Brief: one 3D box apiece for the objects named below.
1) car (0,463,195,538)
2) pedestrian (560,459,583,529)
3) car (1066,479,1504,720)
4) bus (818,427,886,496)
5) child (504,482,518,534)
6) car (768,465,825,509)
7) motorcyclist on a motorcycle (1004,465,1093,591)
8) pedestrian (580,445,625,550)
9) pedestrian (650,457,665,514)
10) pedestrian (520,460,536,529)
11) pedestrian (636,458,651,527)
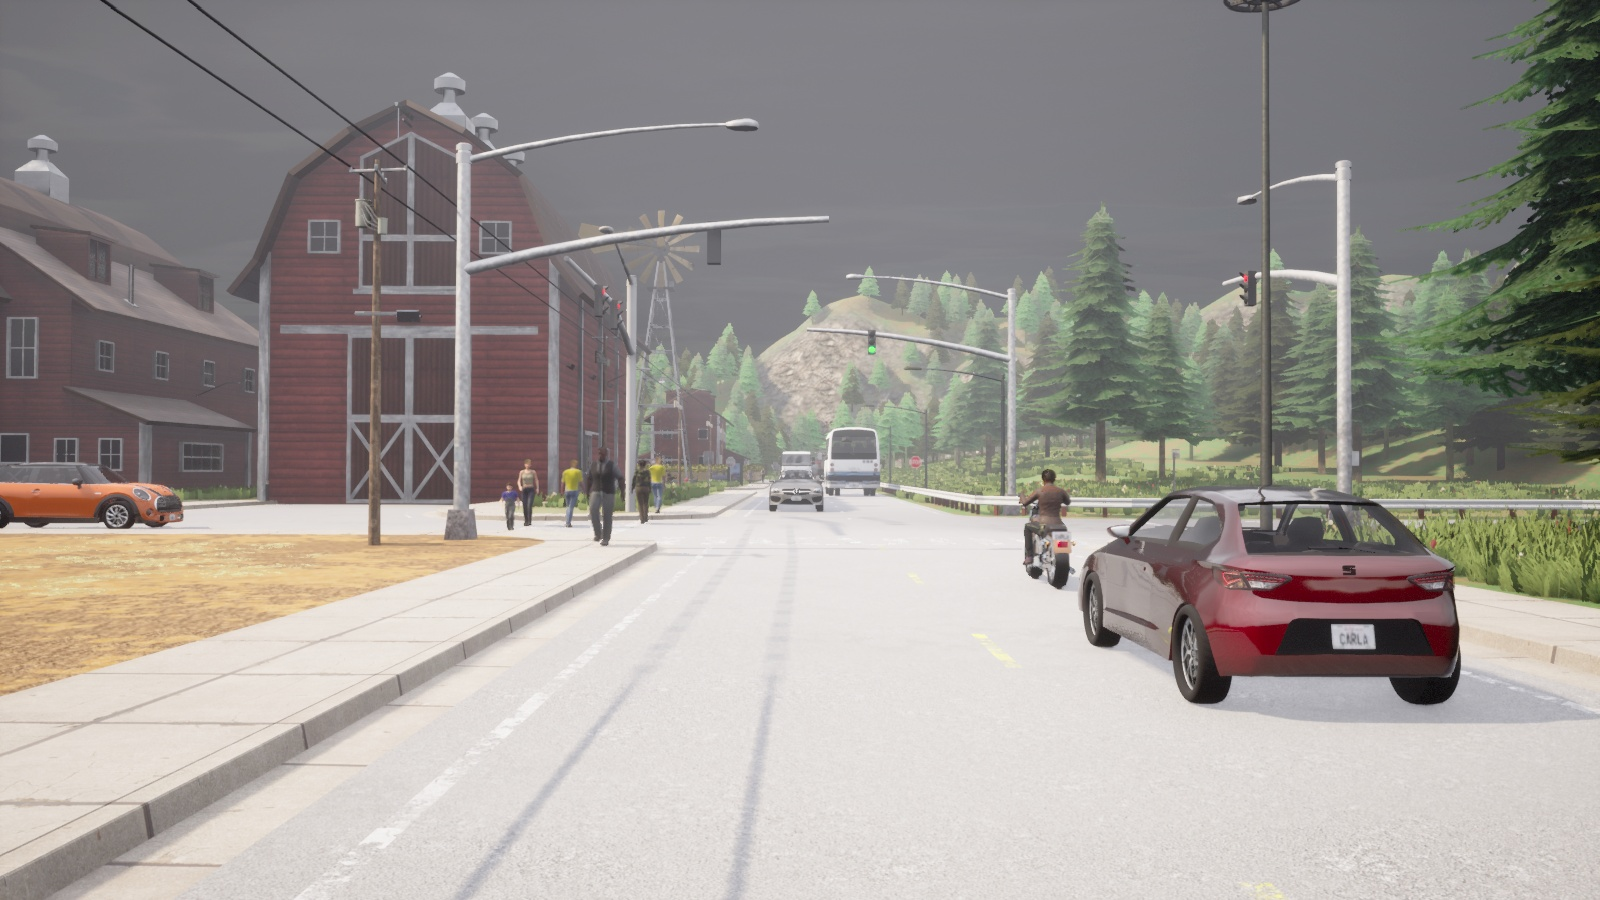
[{"bbox_3d":[-17.865,1.238,31.313,4.553,1.767,2.097,0,-1,-1],"label":"car"},{"bbox_3d":[-6.071,1.173,33.360,0.354,1.836,0.706,0,-1,11],"label":"pedestrian"},{"bbox_3d":[3.474,0.981,9.943,1.816,1.474,4.193,0,-1,0],"label":"car"},{"bbox_3d":[3.285,0.800,82.106,3.944,4.253,10.273,0,-1,0],"label":"bus"},{"bbox_3d":[-7.068,1.412,30.691,0.270,1.263,0.437,0,-1,-5],"label":"child"},{"bbox_3d":[-0.129,1.433,50.104,2.152,1.651,5.027,0,-1,0],"label":"car"},{"bbox_3d":[3.455,1.047,17.640,0.766,1.649,2.350,0,-1,0],"label":"motorcyclist on a motorcycle"},{"bbox_3d":[-3.603,0.860,22.930,0.563,1.883,0.849,0,-1,10],"label":"pedestrian"},{"bbox_3d":[-4.582,1.136,40.386,0.354,1.836,0.706,0,-1,5],"label":"pedestrian"},{"bbox_3d":[-7.326,1.186,33.835,0.345,1.836,0.594,0,-1,-4],"label":"pedestrian"},{"bbox_3d":[-4.470,1.208,35.831,0.395,1.930,0.692,0,-1,-4],"label":"pedestrian"}]
